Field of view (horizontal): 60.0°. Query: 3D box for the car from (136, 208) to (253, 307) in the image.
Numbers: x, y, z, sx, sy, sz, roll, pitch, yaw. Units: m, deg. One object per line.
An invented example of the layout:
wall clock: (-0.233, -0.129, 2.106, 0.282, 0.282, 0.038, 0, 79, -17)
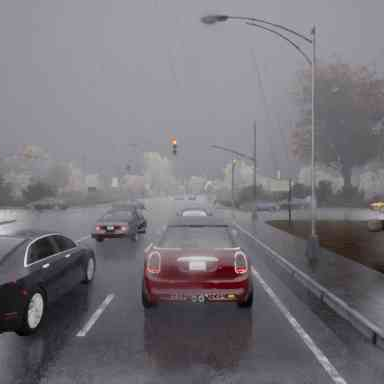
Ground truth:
car: (0.107, 1.352, 8.112, 2.097, 1.767, 4.553, 0, 0, 0)

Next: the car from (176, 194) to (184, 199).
car: (-3.365, 1.398, 95.380, 1.994, 1.385, 4.181, 0, 0, 1)

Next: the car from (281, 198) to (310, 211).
car: (11.691, 1.504, 40.158, 4.892, 1.490, 1.837, 0, 0, 5)

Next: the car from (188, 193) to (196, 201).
car: (0.085, 1.513, 85.385, 1.812, 1.442, 4.674, 0, 0, 0)

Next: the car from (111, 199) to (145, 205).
car: (-7.921, 1.562, 41.231, 4.181, 1.385, 1.994, 0, 0, 3)

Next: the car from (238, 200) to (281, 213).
car: (7.108, 1.562, 36.536, 4.181, 1.385, 1.994, 0, 0, -1)

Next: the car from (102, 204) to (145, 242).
car: (-3.387, 1.547, 16.358, 2.033, 1.411, 5.357, 0, 0, 0)

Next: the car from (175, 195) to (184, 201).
car: (-3.415, 1.541, 85.354, 1.994, 1.385, 4.181, 0, 0, 0)

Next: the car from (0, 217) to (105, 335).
car: (-3.393, 1.504, 6.699, 1.837, 1.490, 4.892, 0, 0, 0)

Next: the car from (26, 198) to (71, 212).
car: (-16.512, 1.503, 38.220, 4.892, 1.490, 1.837, 0, 0, 3)

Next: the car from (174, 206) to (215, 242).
car: (0.116, 1.525, 17.152, 1.812, 1.442, 4.674, 0, 0, 0)

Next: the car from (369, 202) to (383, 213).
car: (21.899, 1.469, 36.032, 5.008, 1.535, 1.882, 0, 0, 3)
